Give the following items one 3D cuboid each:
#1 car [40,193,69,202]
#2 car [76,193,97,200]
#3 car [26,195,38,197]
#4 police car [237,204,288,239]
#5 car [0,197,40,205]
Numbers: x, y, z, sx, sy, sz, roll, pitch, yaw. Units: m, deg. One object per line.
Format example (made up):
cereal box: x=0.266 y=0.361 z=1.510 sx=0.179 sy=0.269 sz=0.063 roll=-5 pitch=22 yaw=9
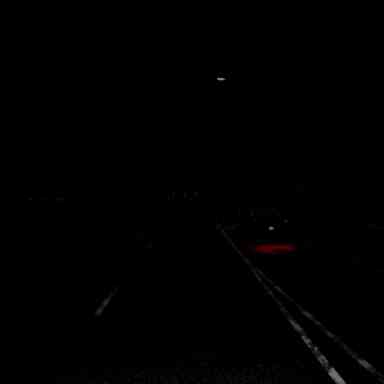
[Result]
car: x=-21.069 y=1.233 z=51.704 sx=2.150 sy=2.045 sz=5.566 roll=0 pitch=0 yaw=0
car: x=-17.544 y=1.240 z=55.330 sx=2.150 sy=2.045 sz=5.566 roll=0 pitch=0 yaw=1
car: x=-28.021 y=1.394 z=57.687 sx=2.097 sy=1.767 sz=4.553 roll=0 pitch=0 yaw=0
police car: x=3.540 y=1.430 z=17.570 sx=1.930 sy=1.638 sz=5.238 roll=0 pitch=0 yaw=-1
car: x=-17.604 y=1.510 z=33.560 sx=1.837 sy=1.490 sz=4.892 roll=0 pitch=0 yaw=0
